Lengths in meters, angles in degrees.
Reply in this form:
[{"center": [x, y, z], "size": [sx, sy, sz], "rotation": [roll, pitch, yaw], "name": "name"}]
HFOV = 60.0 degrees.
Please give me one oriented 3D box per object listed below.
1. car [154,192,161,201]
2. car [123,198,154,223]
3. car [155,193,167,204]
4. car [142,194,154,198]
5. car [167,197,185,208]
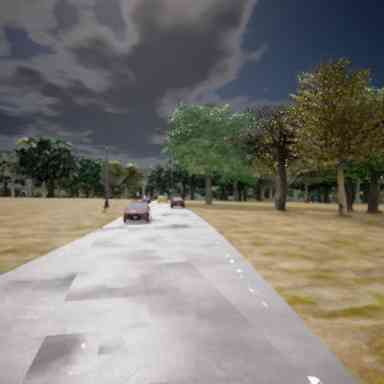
[{"center": [-8.519, 1.124, 83.298], "size": [2.150, 2.045, 5.566], "rotation": [0, 0, -9], "name": "car"}, {"center": [-4.138, 1.479, 25.584], "size": [1.882, 1.535, 5.008], "rotation": [0, 0, -4], "name": "car"}, {"center": [-5.838, 1.471, 65.747], "size": [1.882, 1.535, 5.008], "rotation": [0, 0, -9], "name": "car"}, {"center": [-8.980, 1.535, 65.836], "size": [1.994, 1.385, 4.181], "rotation": [0, 0, -8], "name": "car"}, {"center": [-2.094, 1.457, 46.874], "size": [1.882, 1.535, 5.008], "rotation": [0, 0, -7], "name": "car"}]
